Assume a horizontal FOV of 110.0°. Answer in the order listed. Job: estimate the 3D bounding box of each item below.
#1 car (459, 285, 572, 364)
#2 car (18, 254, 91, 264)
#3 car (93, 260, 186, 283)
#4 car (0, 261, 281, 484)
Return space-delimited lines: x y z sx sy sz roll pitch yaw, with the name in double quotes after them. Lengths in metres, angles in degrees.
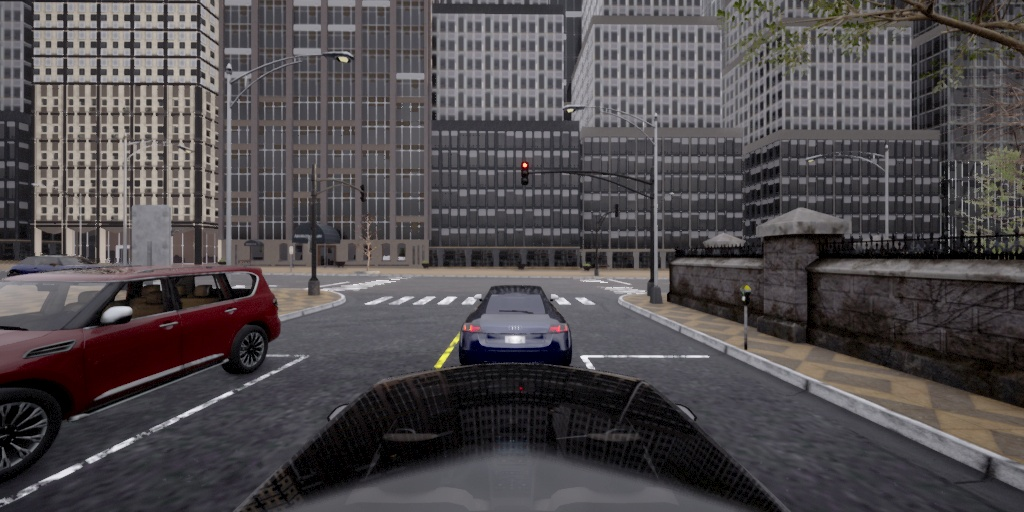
0.088 1.314 7.767 1.994 1.385 4.181 0 0 1 "car"
-25.984 0.787 20.945 4.553 1.767 2.097 1 0 -1 "car"
-25.027 1.016 24.205 4.181 1.385 1.994 1 0 -1 "car"
-5.364 1.065 4.749 2.192 1.841 5.009 0 0 0 "car"
